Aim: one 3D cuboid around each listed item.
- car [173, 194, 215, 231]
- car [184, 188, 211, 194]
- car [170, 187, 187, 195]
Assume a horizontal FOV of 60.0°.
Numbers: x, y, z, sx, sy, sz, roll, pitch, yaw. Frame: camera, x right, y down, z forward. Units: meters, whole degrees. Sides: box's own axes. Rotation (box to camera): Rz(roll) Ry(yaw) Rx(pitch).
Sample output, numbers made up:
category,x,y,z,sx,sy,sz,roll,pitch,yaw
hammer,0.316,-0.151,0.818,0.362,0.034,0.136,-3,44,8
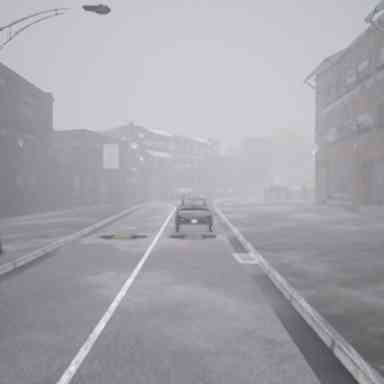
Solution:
category,x,y,z,sx,sy,sz,roll,pitch,yaw
car,0.094,1.079,17.759,2.128,1.511,4.902,0,1,0
car,1.146,0.517,36.753,2.033,1.411,5.357,0,1,15
car,-1.043,0.185,39.729,1.812,1.442,4.674,0,1,24
